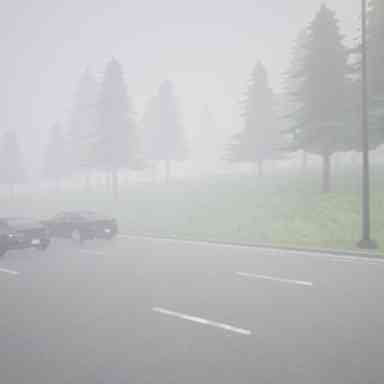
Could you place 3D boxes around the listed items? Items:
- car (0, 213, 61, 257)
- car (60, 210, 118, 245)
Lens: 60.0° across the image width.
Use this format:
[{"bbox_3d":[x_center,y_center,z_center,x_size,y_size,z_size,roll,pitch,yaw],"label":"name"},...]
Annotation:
[{"bbox_3d":[-7.632,1.681,13.631,4.674,1.442,1.812,0,0,36],"label":"car"},{"bbox_3d":[-5.880,1.637,16.684,5.008,1.535,1.882,0,0,36],"label":"car"}]
